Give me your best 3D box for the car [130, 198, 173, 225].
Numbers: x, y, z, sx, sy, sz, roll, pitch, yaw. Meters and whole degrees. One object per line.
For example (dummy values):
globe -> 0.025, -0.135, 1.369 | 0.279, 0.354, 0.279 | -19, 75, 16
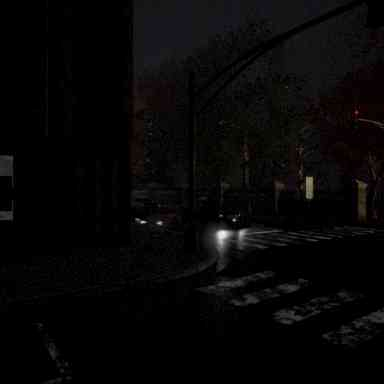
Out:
car -> -2.580, 1.257, 21.006 | 1.802, 1.307, 4.206 | 2, 0, -36

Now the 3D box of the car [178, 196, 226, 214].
car -> 0.843, 1.129, 30.546 | 1.752, 1.417, 4.829 | 1, 0, -36

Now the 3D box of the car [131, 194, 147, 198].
car -> -4.360, 1.093, 27.842 | 1.812, 1.442, 4.674 | 0, 1, -36

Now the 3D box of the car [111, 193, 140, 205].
car -> -8.830, 0.863, 43.840 | 2.008, 1.369, 4.403 | 1, 0, -36

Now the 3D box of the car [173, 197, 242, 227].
car -> 0.999, 1.255, 20.470 | 1.812, 1.442, 4.674 | 0, 1, -36

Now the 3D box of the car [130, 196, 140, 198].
car -> -5.837, 1.158, 25.482 | 1.802, 1.307, 4.206 | 2, 0, -36
